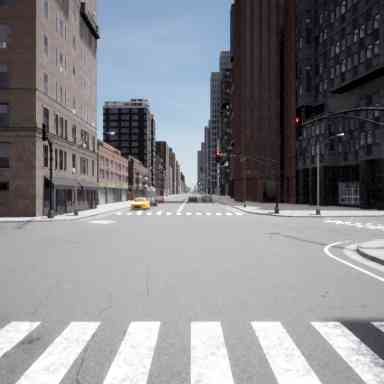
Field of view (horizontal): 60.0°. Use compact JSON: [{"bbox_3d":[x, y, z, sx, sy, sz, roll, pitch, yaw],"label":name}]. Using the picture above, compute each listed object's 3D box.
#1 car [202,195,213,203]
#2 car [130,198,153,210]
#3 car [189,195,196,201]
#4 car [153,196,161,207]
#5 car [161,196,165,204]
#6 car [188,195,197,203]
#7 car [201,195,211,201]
[{"bbox_3d":[3.363,1.530,70.973,2.128,1.511,4.902,0,0,0],"label":"car"},{"bbox_3d":[-6.531,1.485,42.203,1.882,1.535,5.008,0,0,0],"label":"car"},{"bbox_3d":[0.130,1.450,81.397,1.882,1.535,5.008,0,0,0],"label":"car"},{"bbox_3d":[-6.504,1.573,52.227,1.994,1.385,4.181,0,0,1],"label":"car"},{"bbox_3d":[-6.440,1.486,65.128,1.882,1.535,5.008,0,0,1],"label":"car"},{"bbox_3d":[0.113,1.483,70.978,1.882,1.535,5.008,0,0,0],"label":"car"},{"bbox_3d":[3.379,1.497,81.393,2.128,1.511,4.902,0,0,0],"label":"car"}]
